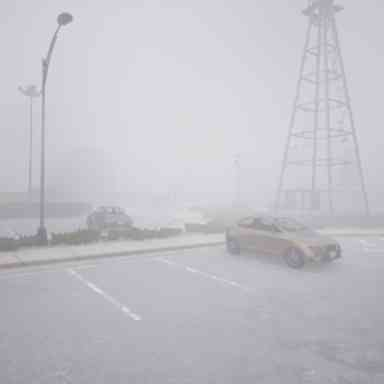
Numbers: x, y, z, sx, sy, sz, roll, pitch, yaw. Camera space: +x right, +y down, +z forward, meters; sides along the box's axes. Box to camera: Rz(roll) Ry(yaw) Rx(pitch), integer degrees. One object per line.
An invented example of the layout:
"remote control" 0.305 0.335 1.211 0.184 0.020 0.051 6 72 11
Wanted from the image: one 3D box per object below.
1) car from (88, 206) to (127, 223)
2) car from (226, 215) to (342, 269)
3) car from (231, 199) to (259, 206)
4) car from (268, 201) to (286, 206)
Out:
"car" -5.378 1.598 21.456 1.784 1.438 3.905 1 0 -35
"car" 3.009 1.593 11.628 1.816 1.474 4.193 1 0 -35
"car" 8.832 1.874 56.733 5.008 1.535 1.882 0 0 32
"car" 12.469 1.964 46.327 1.994 1.385 4.181 1 0 -34
